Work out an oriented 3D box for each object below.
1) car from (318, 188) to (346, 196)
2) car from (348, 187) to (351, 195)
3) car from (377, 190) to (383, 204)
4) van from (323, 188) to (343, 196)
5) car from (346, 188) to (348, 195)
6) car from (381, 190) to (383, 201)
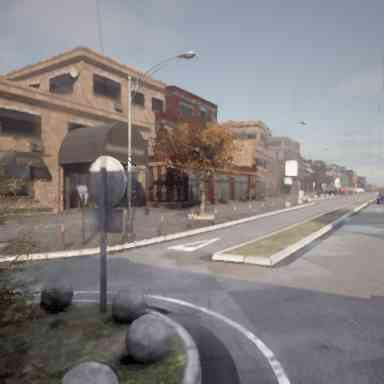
[{"bbox_3d":[33.137,-0.043,79.786,5.566,2.045,2.435,0,1,32],"label":"car"},{"bbox_3d":[37.601,-0.135,86.826,5.566,2.045,2.435,0,1,32],"label":"car"},{"bbox_3d":[23.362,0.532,39.721,2.097,1.767,4.553,0,1,32],"label":"car"},{"bbox_3d":[34.748,-0.046,82.053,4.442,1.987,1.878,0,0,32],"label":"van"},{"bbox_3d":[36.231,0.177,84.557,4.792,1.488,2.163,0,1,32],"label":"car"},{"bbox_3d":[28.698,0.481,48.320,1.882,1.535,5.008,0,1,32],"label":"car"}]
